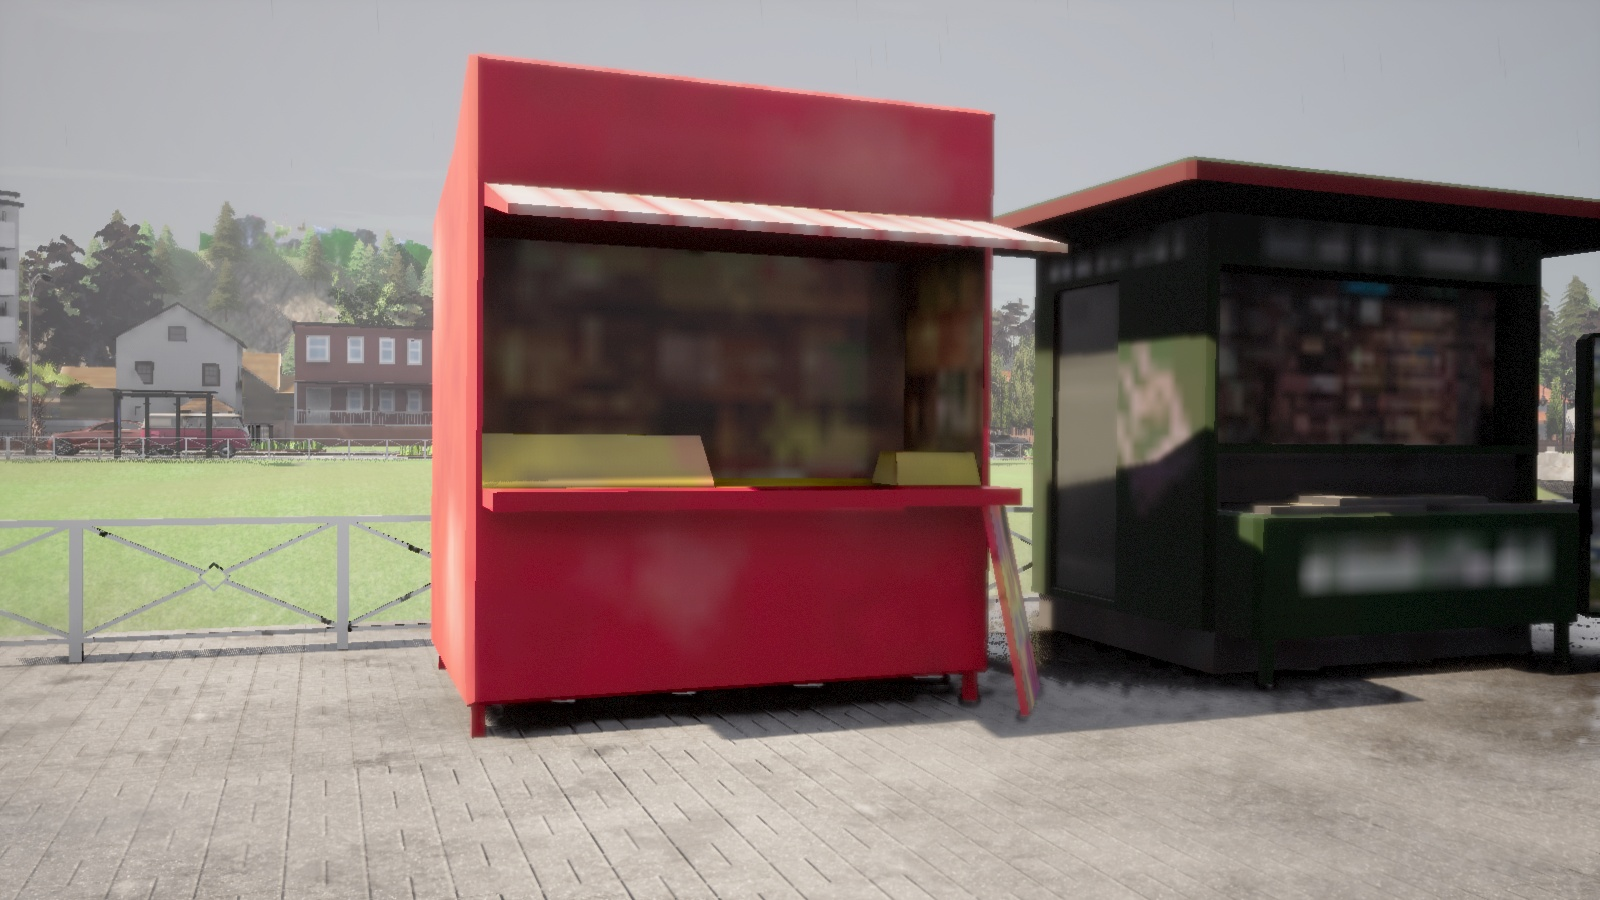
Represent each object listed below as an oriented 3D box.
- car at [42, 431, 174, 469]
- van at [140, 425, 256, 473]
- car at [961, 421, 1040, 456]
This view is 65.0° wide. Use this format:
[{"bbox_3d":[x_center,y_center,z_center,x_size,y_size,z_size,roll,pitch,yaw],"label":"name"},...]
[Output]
[{"bbox_3d":[-31.702,-0.020,57.719,5.027,1.651,2.152,-1,1,-20],"label":"car"},{"bbox_3d":[-26.506,-0.064,55.440,4.442,1.987,1.775,-1,1,-20],"label":"van"},{"bbox_3d":[11.112,-0.660,69.718,3.866,1.878,1.905,-1,1,-21],"label":"car"}]
